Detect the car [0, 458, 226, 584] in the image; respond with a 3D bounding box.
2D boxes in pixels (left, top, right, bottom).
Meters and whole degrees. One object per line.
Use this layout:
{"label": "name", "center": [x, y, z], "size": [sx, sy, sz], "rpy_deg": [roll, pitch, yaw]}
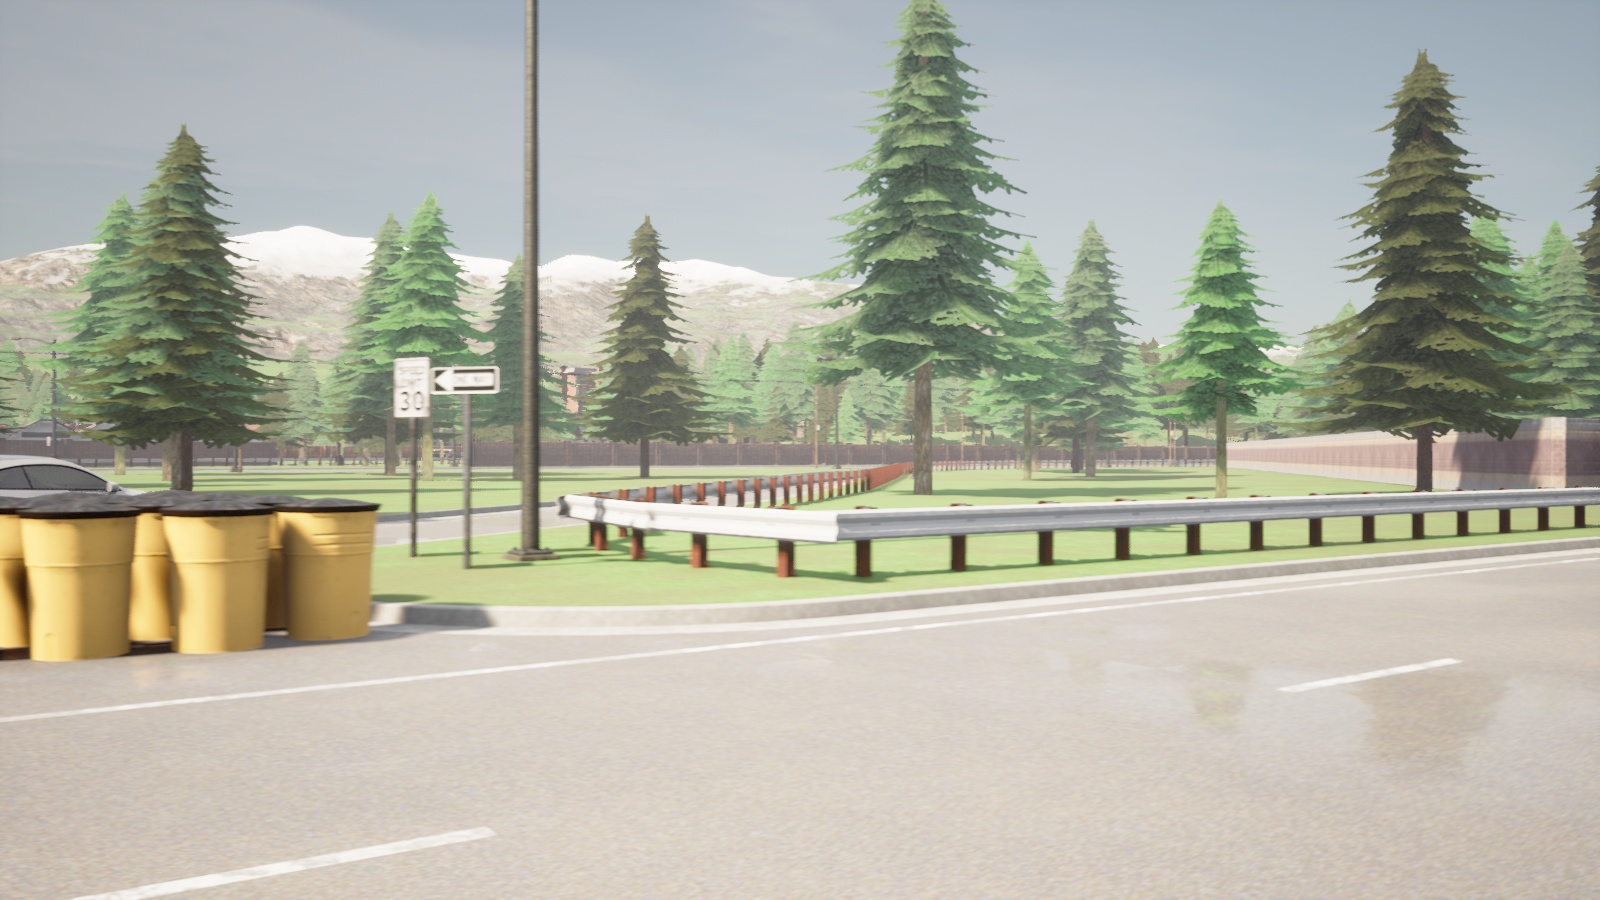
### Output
{"label": "car", "center": [-9.713, 0.829, 15.660], "size": [1.812, 1.442, 4.674], "rpy_deg": [0, 0, 22]}
